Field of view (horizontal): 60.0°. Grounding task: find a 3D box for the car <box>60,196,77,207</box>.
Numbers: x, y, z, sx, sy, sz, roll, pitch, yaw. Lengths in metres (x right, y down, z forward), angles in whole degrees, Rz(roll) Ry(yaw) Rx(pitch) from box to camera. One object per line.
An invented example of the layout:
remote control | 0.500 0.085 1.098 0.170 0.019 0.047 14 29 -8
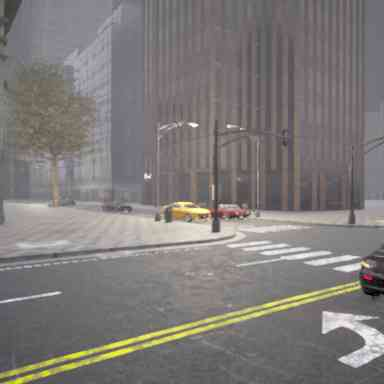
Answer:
car | -20.151 1.455 53.380 2.097 1.767 4.553 0 0 -37

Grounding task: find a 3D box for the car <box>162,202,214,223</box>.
car | -0.527 1.582 27.142 1.882 1.535 5.008 0 0 -37

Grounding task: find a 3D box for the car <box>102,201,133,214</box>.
car | -8.456 1.702 37.688 1.895 1.301 4.718 0 0 -37

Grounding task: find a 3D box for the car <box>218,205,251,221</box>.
car | 2.638 1.715 28.308 1.895 1.301 4.718 0 0 -37

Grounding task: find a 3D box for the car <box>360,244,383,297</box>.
car | 5.491 1.584 7.527 4.674 1.442 1.812 1 0 -40
